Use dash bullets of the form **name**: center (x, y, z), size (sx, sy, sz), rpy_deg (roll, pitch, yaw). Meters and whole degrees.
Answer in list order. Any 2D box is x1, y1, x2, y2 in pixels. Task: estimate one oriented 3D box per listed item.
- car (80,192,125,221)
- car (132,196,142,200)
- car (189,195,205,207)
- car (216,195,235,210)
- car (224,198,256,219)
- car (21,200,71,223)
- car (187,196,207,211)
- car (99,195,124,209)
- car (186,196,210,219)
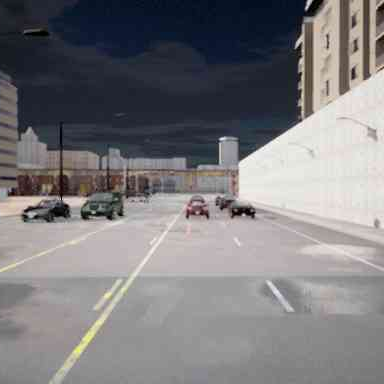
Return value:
- **car**: center (-6.710, 1.031, 25.589), size (2.150, 2.045, 5.566), rpy_deg (0, 0, 1)
- **car**: center (-6.371, 0.844, 41.155), size (2.128, 1.511, 4.902), rpy_deg (0, 0, 1)
- **car**: center (0.721, 1.229, 46.980), size (2.033, 1.411, 5.357), rpy_deg (0, 0, 1)
- **car**: center (4.081, 1.258, 37.488), size (1.837, 1.490, 4.892), rpy_deg (0, 0, 1)
- **car**: center (3.963, 1.423, 27.305), size (1.895, 1.301, 4.718), rpy_deg (0, 0, 1)
- **car**: center (-10.242, 1.306, 23.682), size (2.128, 1.511, 4.902), rpy_deg (0, 0, 1)
- **car**: center (0.565, 1.240, 37.040), size (2.128, 1.511, 4.902), rpy_deg (0, 0, 1)
- **car**: center (-9.871, 1.178, 41.212), size (1.882, 1.535, 5.008), rpy_deg (0, 0, 1)
- **car**: center (0.458, 1.342, 26.973), size (1.812, 1.442, 4.674), rpy_deg (0, 0, 1)
